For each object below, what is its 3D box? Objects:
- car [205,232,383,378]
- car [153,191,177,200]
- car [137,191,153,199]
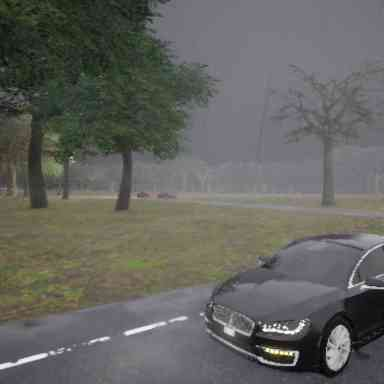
[{"bbox_3d":[2.448,1.506,5.614,4.892,1.490,1.837,0,0,-36],"label":"car"},{"bbox_3d":[-4.501,0.616,59.923,2.128,1.511,4.902,2,-1,-35],"label":"car"},{"bbox_3d":[-9.273,0.572,66.474,1.882,1.535,5.008,2,-1,-36],"label":"car"}]
